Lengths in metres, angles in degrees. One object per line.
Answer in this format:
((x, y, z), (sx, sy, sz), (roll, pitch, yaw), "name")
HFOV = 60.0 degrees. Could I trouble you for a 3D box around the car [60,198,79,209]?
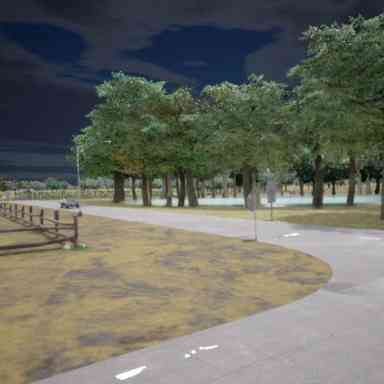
((-18.503, 1.700, 50.151), (1.837, 1.490, 4.892), (-3, 1, -35), "car")
